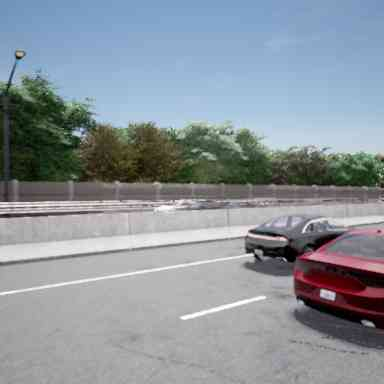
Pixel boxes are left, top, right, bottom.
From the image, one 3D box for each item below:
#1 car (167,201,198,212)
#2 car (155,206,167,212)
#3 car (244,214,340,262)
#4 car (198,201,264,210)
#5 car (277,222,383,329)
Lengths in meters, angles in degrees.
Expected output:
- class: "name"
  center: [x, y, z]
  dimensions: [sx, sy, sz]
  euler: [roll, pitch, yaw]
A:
- class: "car"
  center: [0.864, 1.446, 25.942]
  dimensions: [5.008, 1.535, 1.882]
  euler: [0, 0, -35]
- class: "car"
  center: [-1.013, 1.491, 28.898]
  dimensions: [4.674, 1.442, 1.812]
  euler: [0, 0, -35]
- class: "car"
  center: [3.858, 1.475, 10.726]
  dimensions: [4.902, 1.511, 2.128]
  euler: [0, 0, -35]
- class: "car"
  center: [3.111, 1.476, 23.239]
  dimensions: [4.892, 1.490, 1.837]
  euler: [0, 0, -35]
- class: "car"
  center: [4.160, 1.465, 6.663]
  dimensions: [5.008, 1.535, 1.882]
  euler: [0, 0, -35]
